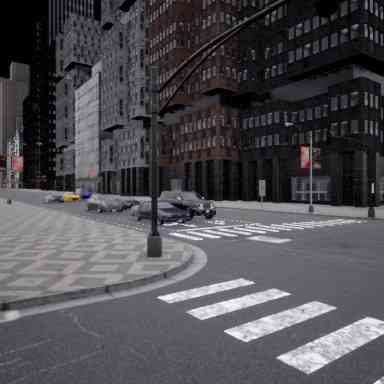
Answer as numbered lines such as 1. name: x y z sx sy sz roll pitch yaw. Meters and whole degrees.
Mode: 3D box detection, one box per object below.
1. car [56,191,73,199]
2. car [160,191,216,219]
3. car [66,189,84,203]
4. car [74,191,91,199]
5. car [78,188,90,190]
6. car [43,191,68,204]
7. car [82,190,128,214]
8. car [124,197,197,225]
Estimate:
1. car: -24.997 0.532 65.071 1.837 1.490 4.892 0 1 -36
2. car: -0.525 0.950 25.289 2.150 2.045 5.566 0 1 -36
3. car: -18.211 0.765 49.894 1.882 1.535 5.008 0 1 -35
4. car: -21.928 0.563 66.374 1.812 1.442 4.674 0 1 -36
5. car: -18.784 0.418 56.475 2.150 2.045 5.566 0 1 -36
6. car: -18.721 0.912 44.997 1.994 1.385 4.181 0 1 -35
7. car: -7.908 0.971 29.975 2.097 1.767 4.553 0 1 -36
8. car: -2.256 1.302 22.150 2.033 1.411 5.357 0 1 -36
